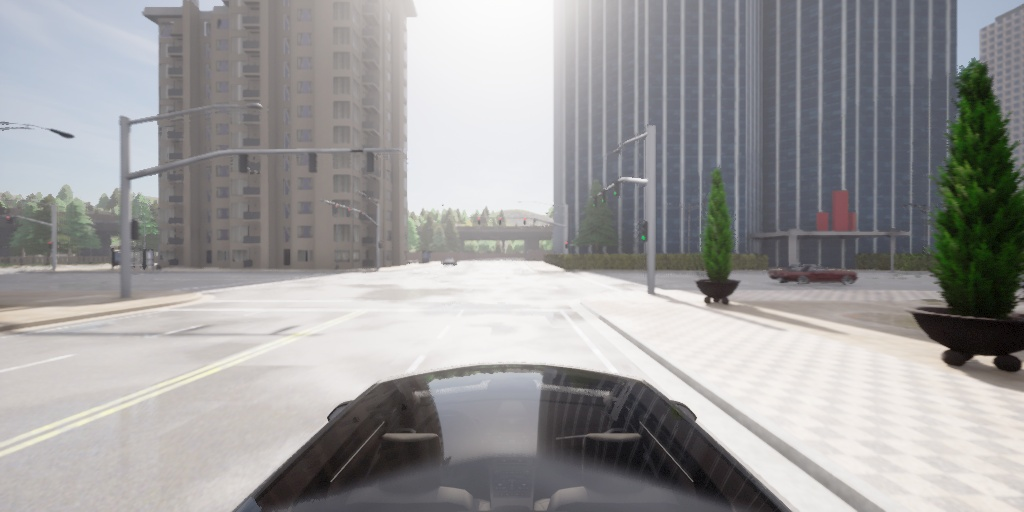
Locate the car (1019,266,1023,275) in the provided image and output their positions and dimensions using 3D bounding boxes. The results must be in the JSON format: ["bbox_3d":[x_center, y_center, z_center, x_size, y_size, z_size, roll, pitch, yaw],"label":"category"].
[{"bbox_3d":[45.870,1.156,31.153,5.357,1.411,2.033,0,0,0],"label":"car"}]

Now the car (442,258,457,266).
[{"bbox_3d":[-10.523,1.031,60.842,1.994,1.385,4.181,0,0,1],"label":"car"}]

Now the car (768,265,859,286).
[{"bbox_3d":[20.003,1.245,23.869,4.718,1.301,1.895,0,0,-1],"label":"car"}]
